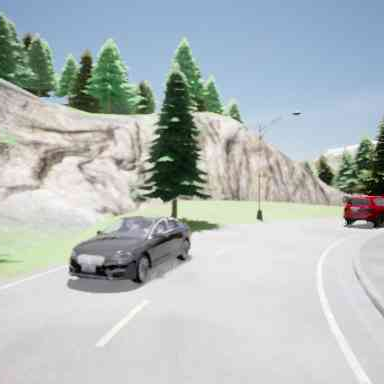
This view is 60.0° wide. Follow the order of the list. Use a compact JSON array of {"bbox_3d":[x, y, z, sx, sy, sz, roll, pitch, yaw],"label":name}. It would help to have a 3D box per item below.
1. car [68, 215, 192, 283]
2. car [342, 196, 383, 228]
[{"bbox_3d":[-1.503,1.458,9.773,2.128,1.511,4.902,1,0,20],"label":"car"},{"bbox_3d":[12.859,1.310,23.482,5.566,2.045,2.150,0,0,-37],"label":"car"}]
